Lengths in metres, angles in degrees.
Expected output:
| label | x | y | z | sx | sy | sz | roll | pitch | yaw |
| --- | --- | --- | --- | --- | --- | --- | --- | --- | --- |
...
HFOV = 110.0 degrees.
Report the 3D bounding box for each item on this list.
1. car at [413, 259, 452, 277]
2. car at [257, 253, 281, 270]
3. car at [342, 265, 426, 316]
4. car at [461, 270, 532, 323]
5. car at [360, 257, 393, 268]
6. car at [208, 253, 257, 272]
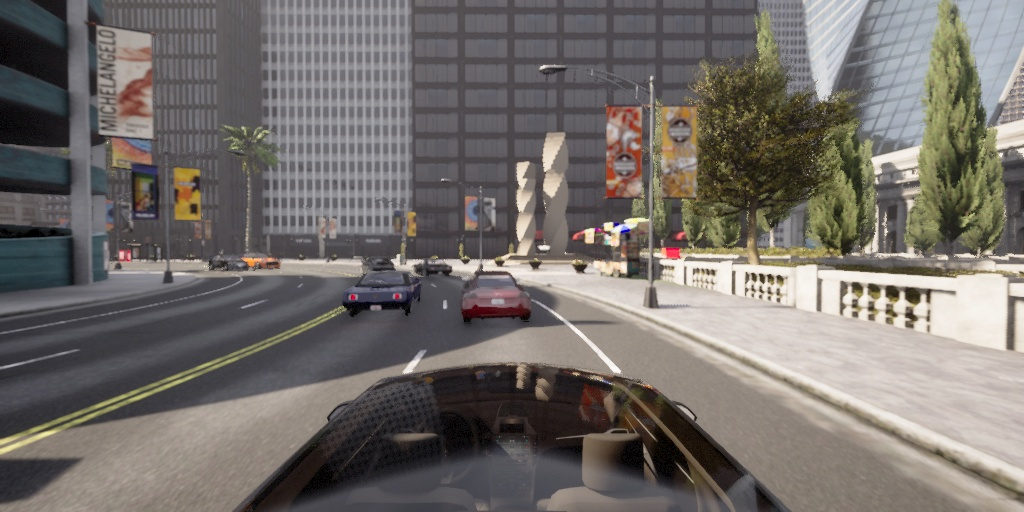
| label | x | y | z | sx | sy | sz | roll | pitch | yaw |
| --- | --- | --- | --- | --- | --- | --- | --- | --- | --- |
| car | -6.304 | 0.904 | 27.949 | 1.895 | 1.301 | 4.718 | -1 | 1 | -30 |
| car | -26.739 | 0.482 | 38.152 | 4.553 | 1.767 | 2.097 | 0 | 1 | 27 |
| car | -4.261 | 1.167 | 12.524 | 1.895 | 1.301 | 4.718 | 0 | 1 | -9 |
| car | -0.639 | 1.147 | 11.513 | 1.994 | 1.385 | 4.181 | 0 | 1 | -8 |
| car | -10.677 | 0.801 | 28.358 | 1.837 | 1.490 | 4.892 | 0 | 1 | -33 |
| car | -27.230 | 0.684 | 34.472 | 4.902 | 1.511 | 2.128 | 1 | 1 | 30 |
